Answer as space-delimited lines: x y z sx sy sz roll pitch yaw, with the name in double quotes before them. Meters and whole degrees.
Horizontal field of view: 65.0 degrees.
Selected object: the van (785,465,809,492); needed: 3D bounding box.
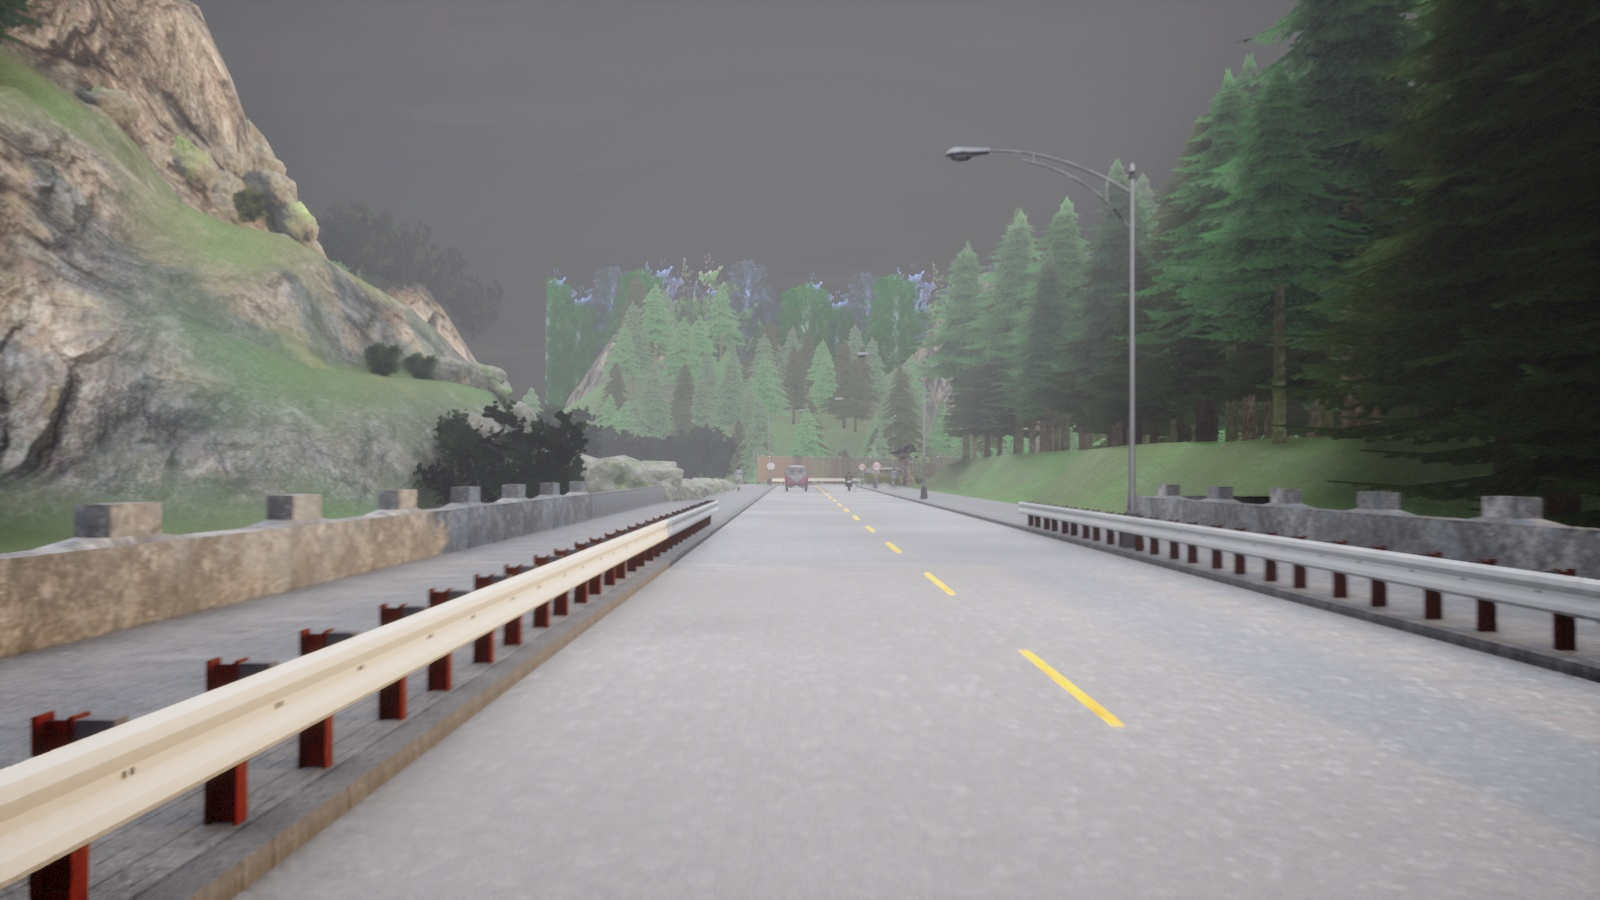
"van" -0.242 2.152 94.920 1.775 1.987 4.442 0 -1 0
